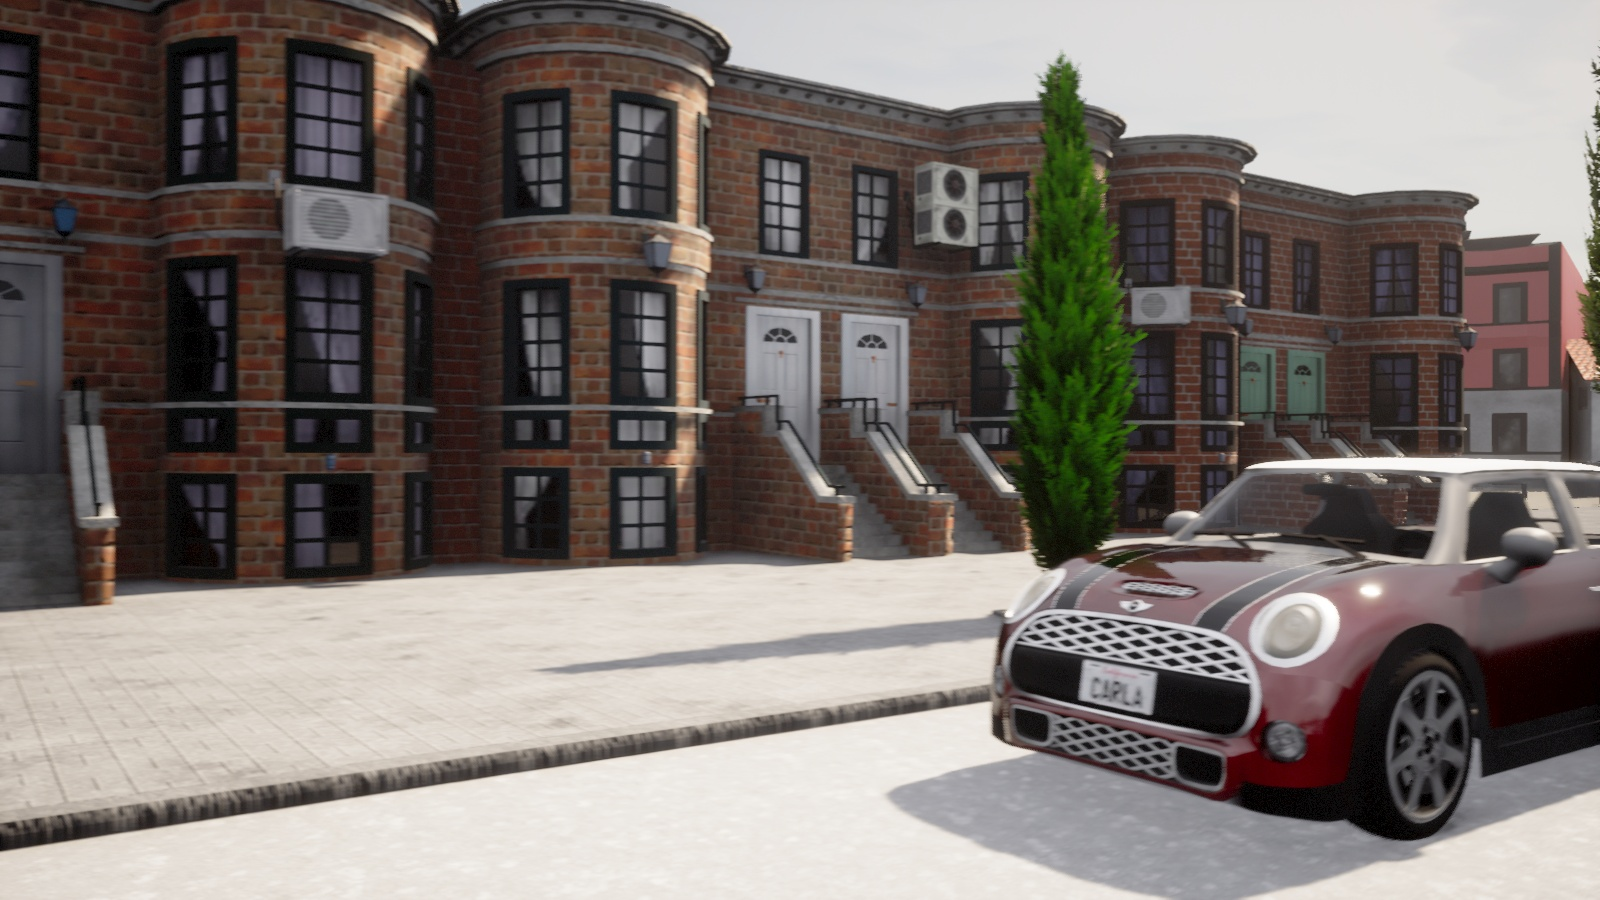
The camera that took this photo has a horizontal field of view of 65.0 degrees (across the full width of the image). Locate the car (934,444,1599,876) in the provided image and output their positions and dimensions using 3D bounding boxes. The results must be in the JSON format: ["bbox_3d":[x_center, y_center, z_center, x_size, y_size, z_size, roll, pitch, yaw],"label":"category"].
[{"bbox_3d":[2.758,0.720,6.188,3.806,1.475,1.970,0,0,-35],"label":"car"}]
